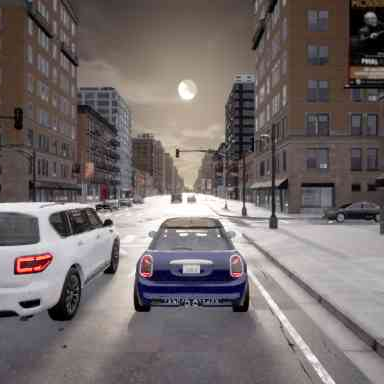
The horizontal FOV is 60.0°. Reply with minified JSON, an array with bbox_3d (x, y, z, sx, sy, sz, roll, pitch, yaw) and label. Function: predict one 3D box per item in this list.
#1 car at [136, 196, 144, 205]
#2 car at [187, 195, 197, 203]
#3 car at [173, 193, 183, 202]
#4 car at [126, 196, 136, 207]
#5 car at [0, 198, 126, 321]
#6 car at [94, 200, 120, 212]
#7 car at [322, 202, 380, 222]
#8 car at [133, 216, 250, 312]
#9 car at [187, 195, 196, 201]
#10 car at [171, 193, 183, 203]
[{"bbox_3d":[-9.900,1.498,60.742,1.837,1.490,4.892,0,0,0],"label":"car"},{"bbox_3d":[-0.090,1.482,69.248,2.128,1.511,4.902,0,0,0],"label":"car"},{"bbox_3d":[-3.354,1.212,80.382,2.150,2.045,5.566,0,0,0],"label":"car"},{"bbox_3d":[-9.925,1.560,49.166,1.994,1.385,4.181,0,0,-1],"label":"car"},{"bbox_3d":[-3.158,1.222,7.407,2.150,2.045,5.566,0,0,0],"label":"car"},{"bbox_3d":[-9.900,1.599,39.136,1.895,1.301,4.718,0,0,0],"label":"car"},{"bbox_3d":[12.688,1.545,25.901,4.892,1.490,1.837,0,0,2],"label":"car"},{"bbox_3d":[-0.003,1.352,7.864,2.097,1.767,4.553,0,0,0],"label":"car"},{"bbox_3d":[-0.104,1.453,79.697,1.895,1.301,4.718,0,0,0],"label":"car"},{"bbox_3d":[-3.254,1.211,69.992,2.150,2.045,5.566,0,0,0],"label":"car"}]
